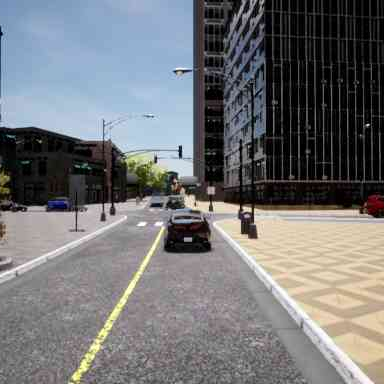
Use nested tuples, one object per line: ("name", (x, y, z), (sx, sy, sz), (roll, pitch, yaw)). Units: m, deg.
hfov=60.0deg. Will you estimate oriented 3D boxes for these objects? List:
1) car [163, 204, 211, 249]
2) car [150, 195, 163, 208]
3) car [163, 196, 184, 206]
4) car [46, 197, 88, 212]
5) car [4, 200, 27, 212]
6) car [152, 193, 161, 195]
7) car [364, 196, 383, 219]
("car", (-0.217, 1.510, 14.679), (1.837, 1.490, 4.892), (0, 0, -2))
("car", (-5.395, 1.559, 50.130), (2.033, 1.411, 5.357), (0, 0, -6))
("car", (-2.248, 1.367, 45.515), (2.097, 1.767, 4.553), (0, 0, 4))
("car", (-14.073, 1.375, 37.598), (4.553, 1.767, 2.097), (0, -1, 18))
("car", (-20.534, 1.568, 37.114), (4.313, 1.339, 1.947), (0, -1, 18))
("car", (-6.381, 1.236, 60.261), (2.150, 2.045, 5.566), (0, 0, -5))
("car", (15.780, 1.188, 25.178), (5.009, 1.841, 2.192), (0, -1, 18))
